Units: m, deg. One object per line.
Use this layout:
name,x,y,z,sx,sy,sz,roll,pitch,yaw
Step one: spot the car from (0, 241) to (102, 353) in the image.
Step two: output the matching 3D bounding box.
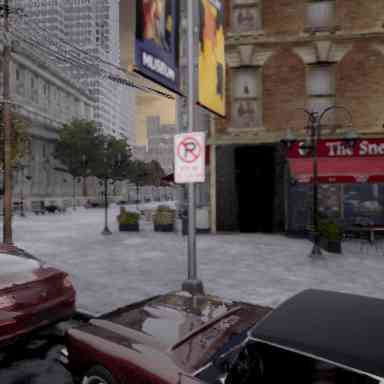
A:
car,-4.071,1.548,5.642,4.674,1.452,2.002,0,0,27
